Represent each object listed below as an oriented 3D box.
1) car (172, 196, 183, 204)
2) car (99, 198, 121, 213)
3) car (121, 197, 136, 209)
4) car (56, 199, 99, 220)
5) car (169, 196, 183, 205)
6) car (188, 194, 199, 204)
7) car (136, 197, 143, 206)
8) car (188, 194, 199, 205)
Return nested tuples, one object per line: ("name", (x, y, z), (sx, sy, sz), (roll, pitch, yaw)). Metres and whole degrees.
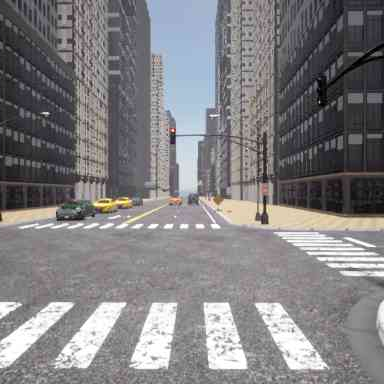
("car", (-2.978, 1.633, 70.104), (2.128, 1.511, 4.902), (0, 0, 0))
("car", (-9.745, 1.516, 37.395), (1.882, 1.535, 5.008), (0, 0, 0))
("car", (-9.712, 1.538, 47.077), (1.882, 1.535, 5.008), (0, 0, 0))
("car", (-9.769, 1.374, 28.208), (2.097, 1.767, 4.553), (0, 0, 0))
("car", (-2.978, 1.452, 59.916), (2.097, 1.767, 4.553), (0, 0, 0))
("car", (0.274, 1.361, 70.335), (2.150, 2.045, 5.566), (0, 0, 0))
("car", (-9.641, 1.640, 57.725), (2.033, 1.411, 5.357), (0, 0, 1))
("car", (0.272, 1.606, 60.127), (1.837, 1.490, 4.892), (0, 0, 0))
